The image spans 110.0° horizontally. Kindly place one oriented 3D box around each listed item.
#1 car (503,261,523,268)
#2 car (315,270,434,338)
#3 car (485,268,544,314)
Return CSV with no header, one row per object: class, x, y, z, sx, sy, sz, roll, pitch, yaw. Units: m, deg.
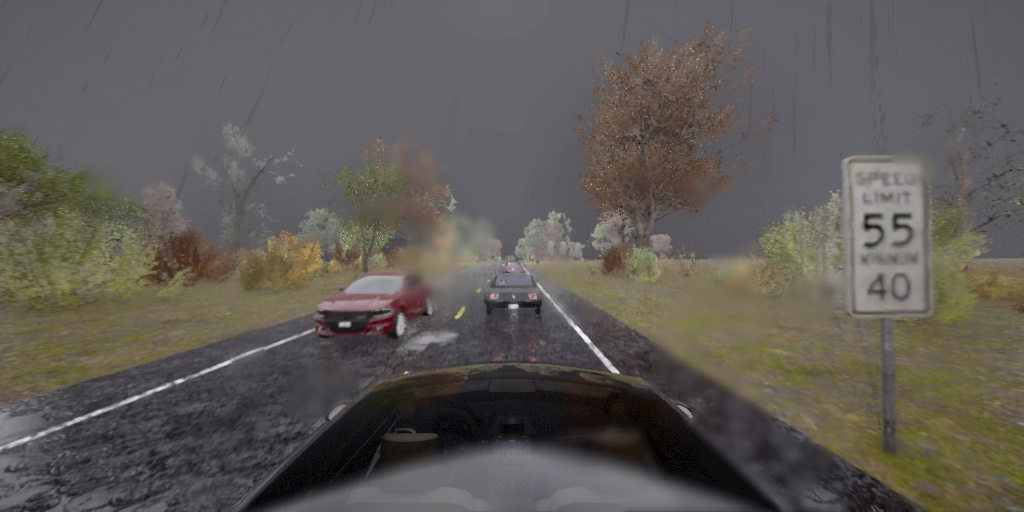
car,0.099,1.180,34.861,1.994,1.385,4.181,0,0,0
car,-3.576,1.184,10.191,1.882,1.535,5.008,0,0,0
car,0.077,1.292,13.508,1.895,1.301,4.718,0,0,0
